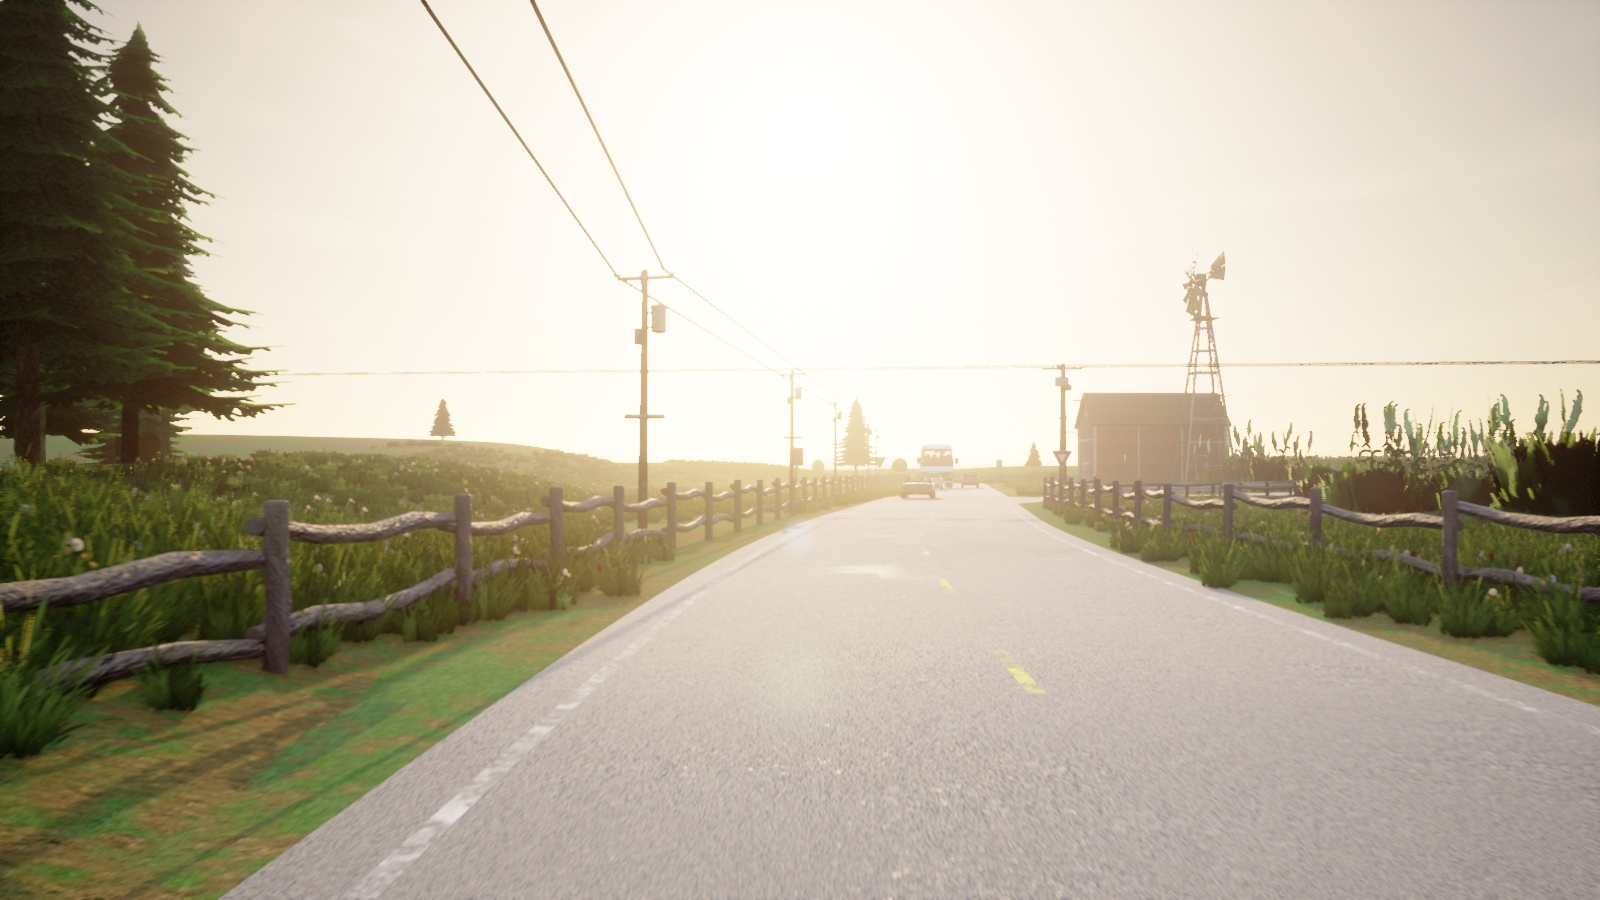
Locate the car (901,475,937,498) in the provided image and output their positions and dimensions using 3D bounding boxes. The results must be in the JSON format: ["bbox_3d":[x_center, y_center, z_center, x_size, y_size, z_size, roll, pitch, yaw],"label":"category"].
[{"bbox_3d":[6.936,2.106,72.994,1.895,1.301,4.718,-1,-1,8],"label":"car"}]
